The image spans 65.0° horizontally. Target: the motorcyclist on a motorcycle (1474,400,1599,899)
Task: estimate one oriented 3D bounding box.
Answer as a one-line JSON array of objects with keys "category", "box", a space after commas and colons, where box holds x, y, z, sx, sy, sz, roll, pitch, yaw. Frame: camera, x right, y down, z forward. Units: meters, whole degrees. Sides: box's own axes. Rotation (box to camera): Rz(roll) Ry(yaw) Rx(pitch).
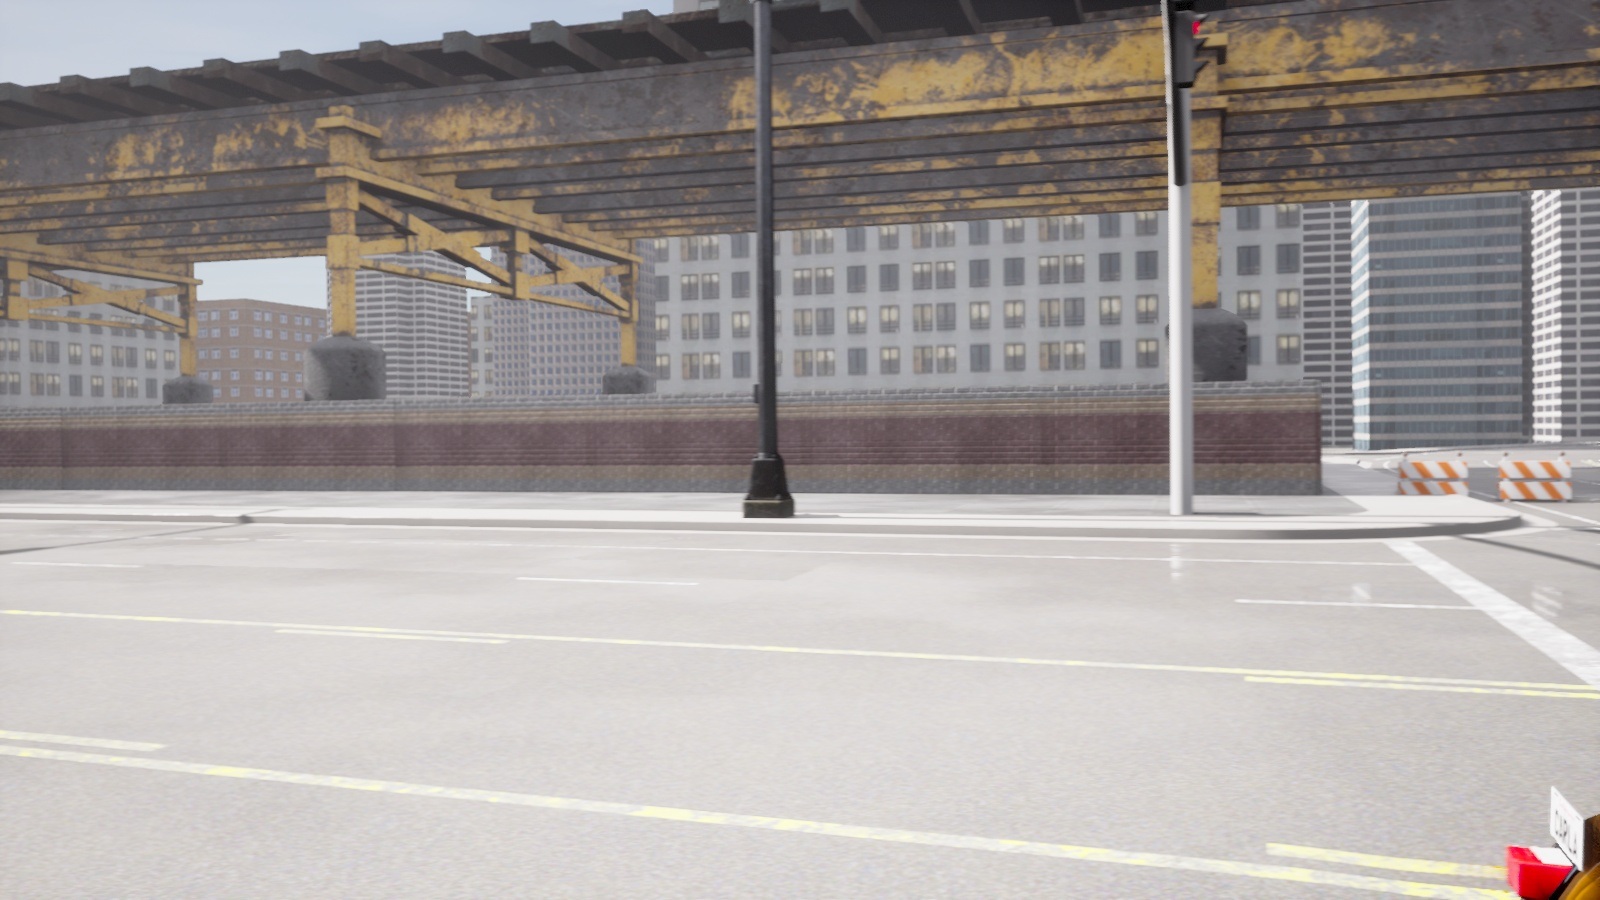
[{"category": "motorcyclist on a motorcycle", "box": [2.634, 0.739, 2.309, 2.350, 1.649, 0.766, 1, 1, 18]}]
